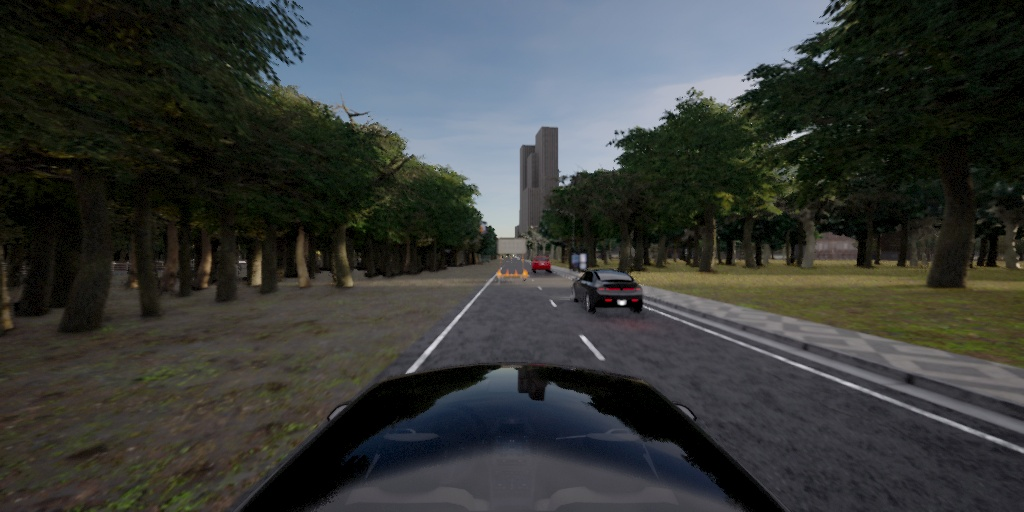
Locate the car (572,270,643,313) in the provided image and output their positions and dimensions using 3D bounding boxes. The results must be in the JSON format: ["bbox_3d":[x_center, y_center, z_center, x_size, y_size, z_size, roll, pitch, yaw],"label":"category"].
[{"bbox_3d":[3.593,1.267,14.130,1.837,1.490,4.892,0,0,0],"label":"car"}]

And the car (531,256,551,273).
[{"bbox_3d":[3.581,1.039,44.726,2.150,2.045,5.566,0,0,0],"label":"car"}]

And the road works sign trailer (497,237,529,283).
[{"bbox_3d":[-0.013,0.248,28.567,2.380,3.560,2.880,0,0,0],"label":"road works sign trailer"}]
